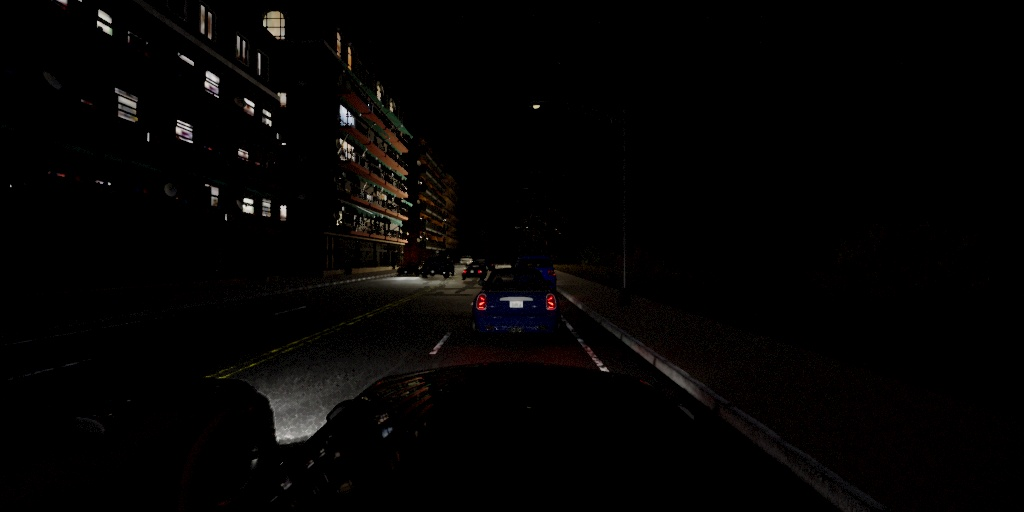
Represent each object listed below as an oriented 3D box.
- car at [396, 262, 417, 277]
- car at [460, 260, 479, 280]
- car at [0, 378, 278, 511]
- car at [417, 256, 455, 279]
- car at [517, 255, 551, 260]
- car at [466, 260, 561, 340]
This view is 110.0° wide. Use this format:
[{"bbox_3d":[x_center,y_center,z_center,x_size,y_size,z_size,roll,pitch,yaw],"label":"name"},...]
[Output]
[{"bbox_3d":[-9.850,1.316,35.175,1.994,1.385,4.181,0,0,0],"label":"car"},{"bbox_3d":[-3.152,1.299,30.964,2.033,1.411,5.357,0,0,0],"label":"car"},{"bbox_3d":[-3.154,1.314,1.580,1.994,1.385,4.181,0,0,0],"label":"car"},{"bbox_3d":[-6.599,0.974,32.637,2.150,2.045,5.566,0,0,0],"label":"car"},{"bbox_3d":[1.137,0.977,19.747,2.150,2.045,5.566,0,0,0],"label":"car"},{"bbox_3d":[0.098,1.103,10.172,2.097,1.767,4.553,0,0,0],"label":"car"}]
